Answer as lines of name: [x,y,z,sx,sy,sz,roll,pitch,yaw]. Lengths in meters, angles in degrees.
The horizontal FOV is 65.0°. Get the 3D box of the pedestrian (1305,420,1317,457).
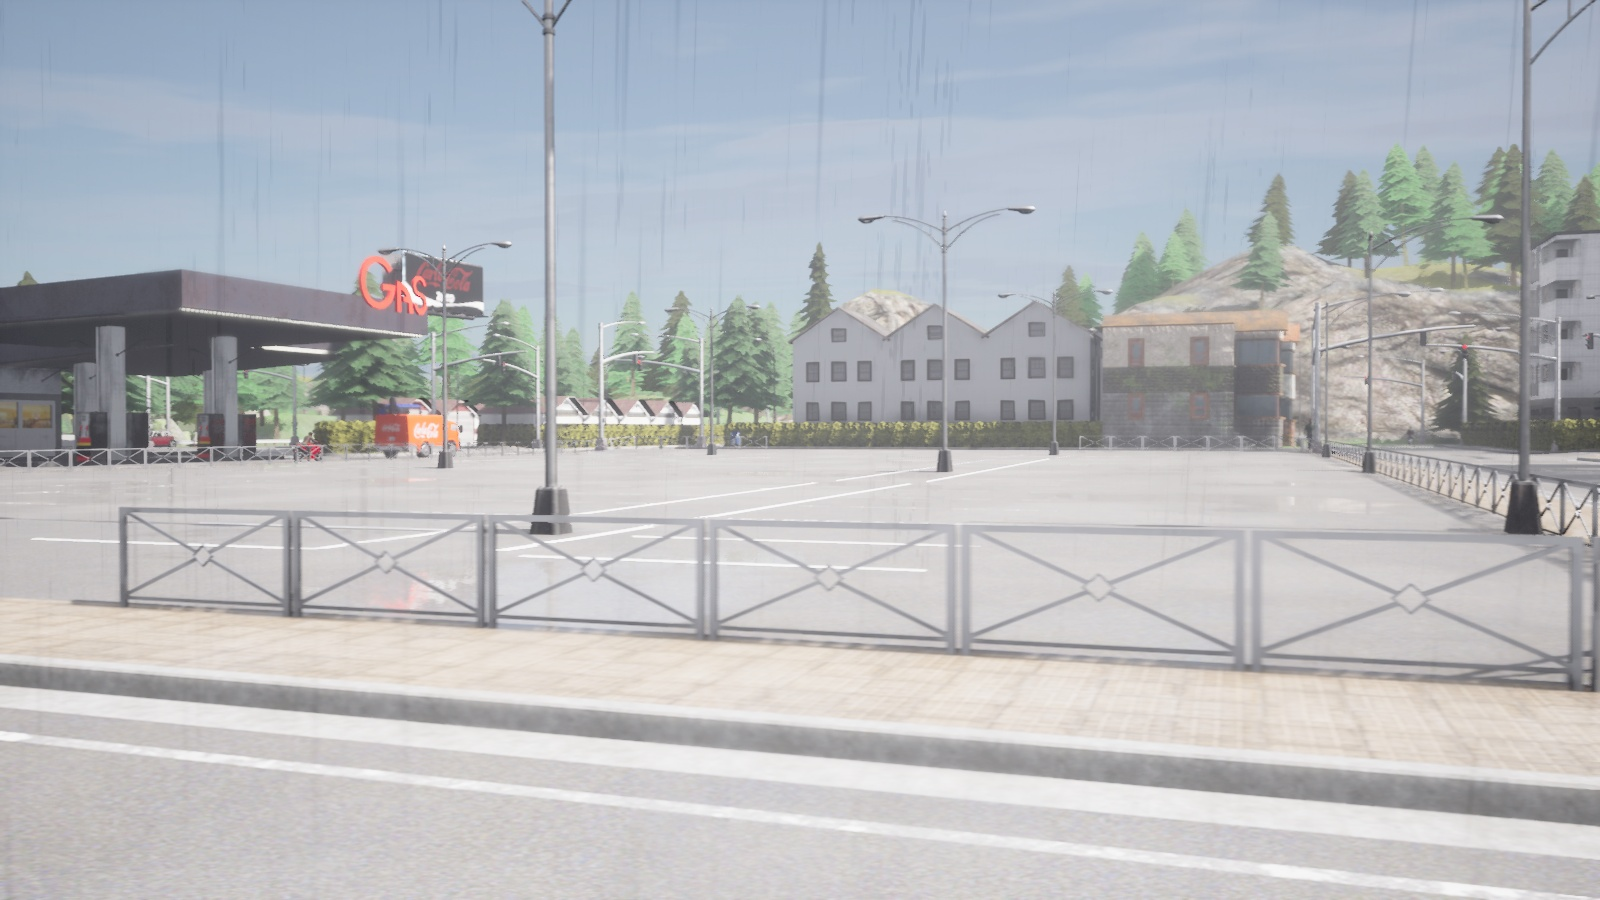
pedestrian: [27.725,-0.630,68.164,0.423,1.949,0.788,0,1,7]

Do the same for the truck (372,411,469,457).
truck: [-21.349,-0.905,70.844,2.627,2.467,5.204,1,1,20]

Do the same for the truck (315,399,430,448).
truck: [-31.668,-1.936,93.023,7.936,3.462,2.891,0,2,20]

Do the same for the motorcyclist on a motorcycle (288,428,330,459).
motorcyclist on a motorcycle: [-24.422,-0.320,62.479,0.797,1.523,2.044,1,1,20]
